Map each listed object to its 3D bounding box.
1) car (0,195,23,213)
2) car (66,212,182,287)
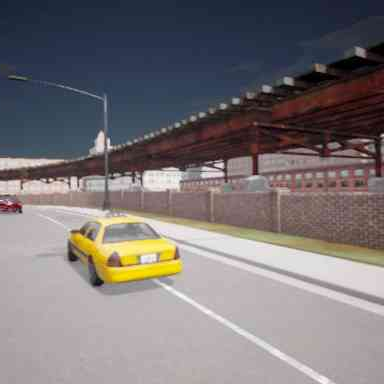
[{"bbox_3d":[-16.967,1.033,30.392,2.097,1.767,4.553,-1,1,-37],"label":"car"},{"bbox_3d":[-2.175,1.321,9.097,1.801,1.575,5.366,-1,1,-30],"label":"car"}]
